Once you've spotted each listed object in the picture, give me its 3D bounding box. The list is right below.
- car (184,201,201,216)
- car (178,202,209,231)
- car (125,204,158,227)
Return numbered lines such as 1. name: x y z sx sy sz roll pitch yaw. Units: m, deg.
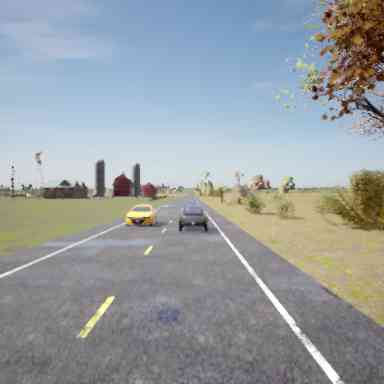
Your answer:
1. car: 0.076 1.816 36.702 1.812 1.442 4.674 0 0 0
2. car: 0.090 1.667 21.930 2.128 1.511 4.902 0 0 0
3. car: -3.607 1.674 24.562 1.882 1.535 5.008 0 0 0
